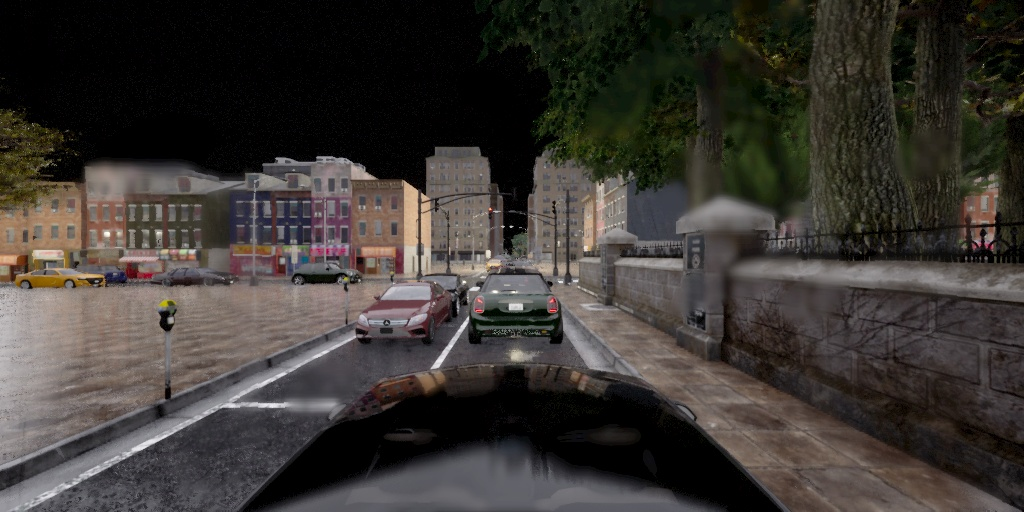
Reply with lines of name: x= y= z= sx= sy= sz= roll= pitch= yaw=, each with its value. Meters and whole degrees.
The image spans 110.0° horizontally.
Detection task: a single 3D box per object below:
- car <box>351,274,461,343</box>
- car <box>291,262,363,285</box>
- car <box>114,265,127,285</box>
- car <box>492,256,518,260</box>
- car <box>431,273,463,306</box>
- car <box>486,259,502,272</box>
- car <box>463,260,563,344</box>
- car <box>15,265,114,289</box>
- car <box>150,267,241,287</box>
car: x=-2.638 y=1.331 z=9.625 sx=1.802 sy=1.307 sz=4.207 roll=0 pitch=0 yaw=0
car: x=-13.391 y=1.230 z=26.196 sx=4.553 sy=1.767 sz=2.097 roll=-1 pitch=0 yaw=0
car: x=-34.310 y=1.524 z=29.067 sx=4.553 sy=1.767 sz=2.097 roll=-1 pitch=0 yaw=0
car: x=0.513 y=1.087 z=29.300 sx=2.097 sy=1.767 sz=4.553 roll=0 pitch=0 yaw=-34
car: x=-2.638 y=1.315 z=13.288 sx=1.948 sy=1.339 sz=4.313 roll=0 pitch=0 yaw=0
car: x=-2.294 y=1.216 z=46.651 sx=1.882 sy=1.535 sz=5.008 roll=0 pitch=0 yaw=0
car: x=0.073 y=1.101 z=9.740 sx=2.097 sy=1.767 sz=4.553 roll=0 pitch=0 yaw=0
car: x=-32.791 y=1.625 z=26.135 sx=5.008 sy=1.535 sz=1.882 roll=-1 pitch=0 yaw=0
car: x=-23.035 y=1.545 z=26.157 sx=5.357 sy=1.411 sz=2.033 roll=-1 pitch=0 yaw=0
